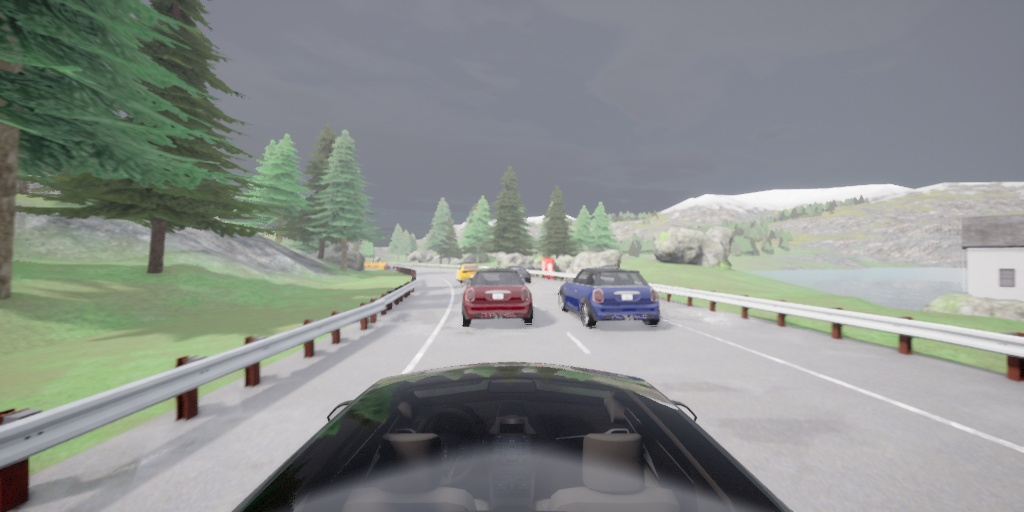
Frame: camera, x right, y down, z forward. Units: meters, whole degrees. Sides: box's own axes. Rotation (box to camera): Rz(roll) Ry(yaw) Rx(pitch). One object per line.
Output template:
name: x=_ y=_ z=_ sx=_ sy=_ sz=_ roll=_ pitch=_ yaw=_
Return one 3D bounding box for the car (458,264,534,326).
car: x=-0.575 y=1.173 z=12.223 sx=2.097 sy=1.767 sz=4.553 roll=0 pitch=0 yaw=-5

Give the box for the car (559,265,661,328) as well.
car: x=2.957 y=1.158 z=11.869 sx=2.097 sy=1.767 sz=4.553 roll=0 pitch=0 yaw=-5

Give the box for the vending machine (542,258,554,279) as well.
vending machine: x=3.575 y=1.154 z=35.652 sx=1.100 sy=2.100 sz=0.880 roll=0 pitch=0 yaw=-16

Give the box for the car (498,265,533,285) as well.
car: x=0.182 y=1.492 z=29.219 sx=1.994 sy=1.385 sz=4.181 roll=0 pitch=0 yaw=-13

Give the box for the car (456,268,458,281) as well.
car: x=-3.594 y=1.425 z=30.009 sx=1.882 sy=1.535 sz=5.008 roll=0 pitch=0 yaw=-14
